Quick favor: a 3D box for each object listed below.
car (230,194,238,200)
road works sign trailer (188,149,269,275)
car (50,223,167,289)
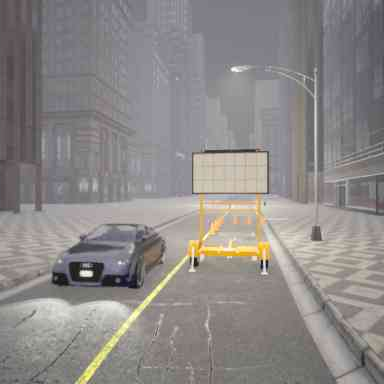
[{"bbox_3d":[11.220,1.362,90.046,1.812,1.442,4.674,0,0,9],"label":"car"},{"bbox_3d":[1.215,0.459,10.613,2.380,3.560,2.880,0,0,9],"label":"road works sign trailer"},{"bbox_3d":[-2.003,1.563,9.121,1.994,1.385,4.181,0,0,8],"label":"car"}]
